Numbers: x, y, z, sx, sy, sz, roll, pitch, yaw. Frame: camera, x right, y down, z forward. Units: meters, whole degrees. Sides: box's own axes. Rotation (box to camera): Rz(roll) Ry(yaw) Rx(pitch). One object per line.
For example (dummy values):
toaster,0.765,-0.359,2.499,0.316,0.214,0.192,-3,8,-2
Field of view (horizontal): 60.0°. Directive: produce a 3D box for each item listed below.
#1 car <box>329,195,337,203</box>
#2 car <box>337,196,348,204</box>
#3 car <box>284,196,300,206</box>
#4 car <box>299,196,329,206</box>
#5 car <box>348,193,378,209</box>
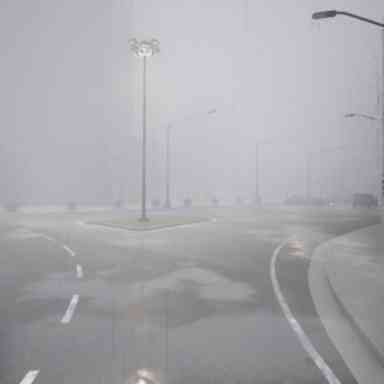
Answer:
car,27.454,1.437,65.462,1.837,1.490,4.892,1,0,43
car,29.733,1.469,62.778,1.837,1.490,4.892,1,0,43
car,16.845,1.392,54.289,2.128,1.511,4.902,1,0,44
car,18.933,1.532,51.417,1.895,1.301,4.718,1,0,44
car,24.340,1.220,46.707,2.150,2.045,5.566,1,1,42
